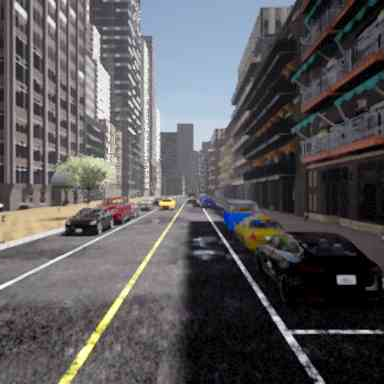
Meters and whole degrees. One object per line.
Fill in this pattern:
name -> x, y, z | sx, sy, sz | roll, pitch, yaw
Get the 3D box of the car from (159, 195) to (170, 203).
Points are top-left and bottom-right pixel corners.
car -> -5.692, 1.495, 68.622 | 1.967, 1.590, 4.097 | 0, 0, 0

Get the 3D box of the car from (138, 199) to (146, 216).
car -> -5.692, 1.563, 29.962 | 2.008, 1.369, 4.403 | 0, 0, 0

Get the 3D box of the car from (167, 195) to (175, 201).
car -> -5.691, 1.536, 90.713 | 1.967, 1.590, 4.097 | 0, 0, 0

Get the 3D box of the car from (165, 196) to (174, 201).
car -> -5.691, 1.636, 85.190 | 2.008, 1.369, 4.403 | 0, 0, 0

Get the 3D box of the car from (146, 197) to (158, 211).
car -> -5.692, 1.572, 41.007 | 2.008, 1.369, 4.403 | 0, 0, 0

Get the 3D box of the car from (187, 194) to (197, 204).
car -> 0.003, 1.660, 65.625 | 1.895, 1.301, 4.718 | 0, 0, 0

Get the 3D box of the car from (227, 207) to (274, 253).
car -> 2.688, 1.527, 13.562 | 1.752, 1.417, 4.829 | 0, 0, 0

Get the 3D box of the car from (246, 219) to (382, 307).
car -> 2.688, 1.566, 7.869 | 1.947, 1.339, 4.313 | 0, 0, 0

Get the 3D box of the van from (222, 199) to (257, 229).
van -> 2.688, 1.345, 18.916 | 1.690, 1.788, 3.998 | 0, 0, 0

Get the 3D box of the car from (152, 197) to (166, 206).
car -> -5.692, 1.605, 57.576 | 1.947, 1.339, 4.313 | 0, 0, 0

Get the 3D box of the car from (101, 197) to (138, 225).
car -> -5.693, 1.323, 24.438 | 2.192, 1.841, 5.009 | 0, 0, 0

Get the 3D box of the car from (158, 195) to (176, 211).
car -> -3.084, 1.499, 41.618 | 1.882, 1.535, 5.008 | 0, 0, 0

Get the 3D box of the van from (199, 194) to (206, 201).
van -> 2.689, 1.426, 85.189 | 1.690, 1.788, 3.998 | 0, 0, 0

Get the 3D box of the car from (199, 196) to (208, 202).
car -> 2.690, 1.619, 79.666 | 1.887, 1.381, 4.507 | 0, 0, 0

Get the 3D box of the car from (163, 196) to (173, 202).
car -> -5.691, 1.625, 79.666 | 2.008, 1.369, 4.403 | 0, 0, 0

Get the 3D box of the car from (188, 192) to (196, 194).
car -> 0.006, 1.115, 80.155 | 2.150, 2.045, 5.566 | 0, 0, 0

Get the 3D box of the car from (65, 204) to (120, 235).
car -> -5.693, 1.570, 18.916 | 1.947, 1.339, 4.313 | 0, 0, 0

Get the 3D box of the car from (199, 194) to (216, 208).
car -> 2.361, 1.505, 47.905 | 1.882, 1.535, 5.008 | 0, 0, 0
